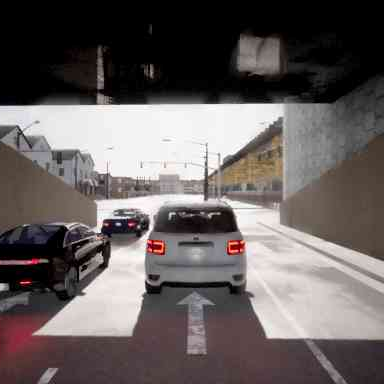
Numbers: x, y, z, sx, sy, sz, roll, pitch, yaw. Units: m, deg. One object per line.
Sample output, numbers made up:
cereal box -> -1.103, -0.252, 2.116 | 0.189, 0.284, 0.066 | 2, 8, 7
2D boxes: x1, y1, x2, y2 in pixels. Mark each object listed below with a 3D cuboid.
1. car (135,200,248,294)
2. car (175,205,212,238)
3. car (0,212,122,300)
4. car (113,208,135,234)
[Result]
car -> 0.083, 1.221, 8.911 | 2.150, 2.045, 5.566 | 0, 0, 0
car -> 0.059, 1.526, 18.475 | 1.812, 1.442, 4.674 | 0, 0, 0
car -> -3.422, 1.491, 8.387 | 2.128, 1.511, 4.902 | 0, 0, 0
car -> -3.421, 1.547, 17.937 | 2.033, 1.411, 5.357 | 0, 0, 0
